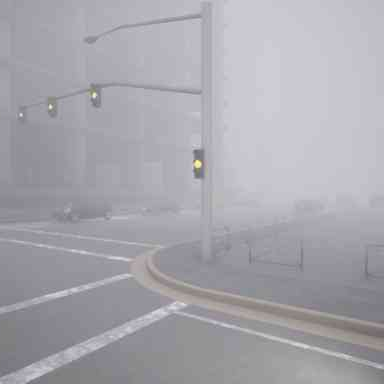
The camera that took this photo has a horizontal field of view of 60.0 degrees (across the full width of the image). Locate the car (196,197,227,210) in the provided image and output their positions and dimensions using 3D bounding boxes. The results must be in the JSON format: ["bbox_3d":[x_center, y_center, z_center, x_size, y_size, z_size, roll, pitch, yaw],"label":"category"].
[{"bbox_3d":[2.401,1.421,40.515,1.882,1.535,5.008,0,0,36],"label":"car"}]

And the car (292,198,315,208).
[{"bbox_3d":[15.725,1.508,46.871,1.994,1.385,4.181,0,0,35],"label":"car"}]

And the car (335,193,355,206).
[{"bbox_3d":[24.586,1.167,53.327,2.150,2.045,5.566,0,0,35],"label":"car"}]

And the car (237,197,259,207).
[{"bbox_3d":[8.264,1.470,48.729,1.812,1.442,4.674,0,0,36],"label":"car"}]

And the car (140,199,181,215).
[{"bbox_3d":[-3.052,1.435,32.829,2.128,1.511,4.902,0,0,35],"label":"car"}]

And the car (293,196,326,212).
[{"bbox_3d":[13.170,1.508,37.217,1.994,1.385,4.181,0,0,35],"label":"car"}]

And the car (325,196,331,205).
[{"bbox_3d":[21.864,1.422,55.539,1.882,1.535,5.008,0,0,35],"label":"car"}]

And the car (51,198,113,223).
[{"bbox_3d":[-8.317,1.296,25.406,2.097,1.767,4.553,0,0,36],"label":"car"}]
